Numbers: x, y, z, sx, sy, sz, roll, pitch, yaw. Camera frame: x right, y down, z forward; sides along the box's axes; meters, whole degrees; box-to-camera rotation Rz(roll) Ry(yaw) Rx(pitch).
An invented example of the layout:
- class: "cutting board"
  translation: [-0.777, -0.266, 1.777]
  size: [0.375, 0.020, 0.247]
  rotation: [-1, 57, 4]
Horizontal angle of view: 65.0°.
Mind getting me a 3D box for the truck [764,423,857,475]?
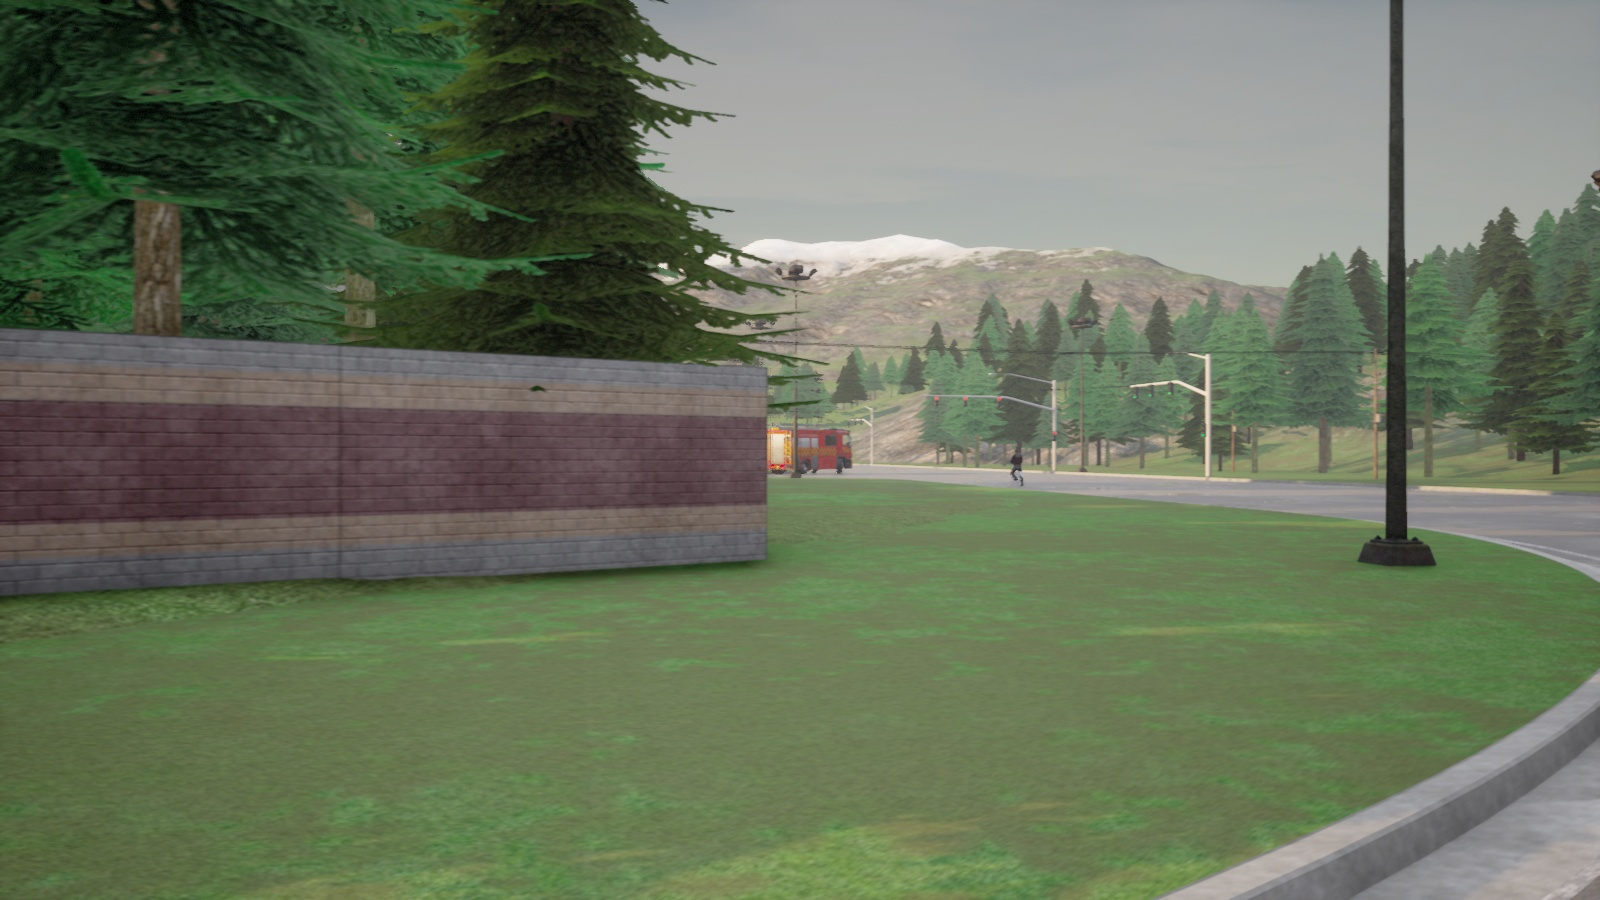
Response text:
- class: "truck"
  translation: [0.877, -0.071, 96.192]
  size: [2.891, 3.827, 8.468]
  rotation: [0, 0, 34]
